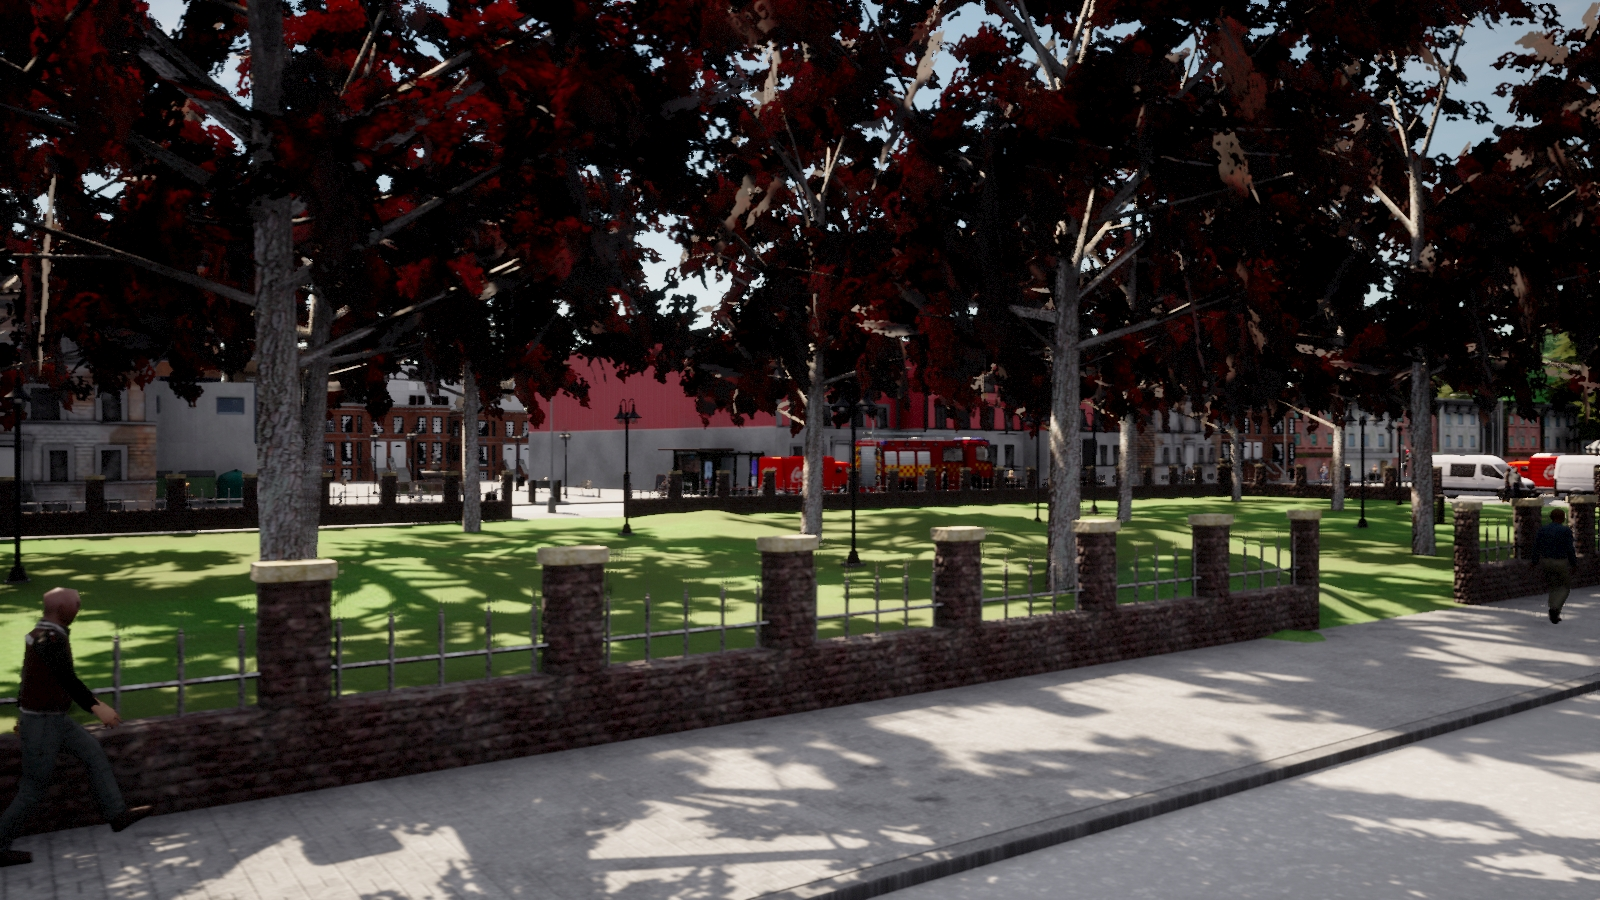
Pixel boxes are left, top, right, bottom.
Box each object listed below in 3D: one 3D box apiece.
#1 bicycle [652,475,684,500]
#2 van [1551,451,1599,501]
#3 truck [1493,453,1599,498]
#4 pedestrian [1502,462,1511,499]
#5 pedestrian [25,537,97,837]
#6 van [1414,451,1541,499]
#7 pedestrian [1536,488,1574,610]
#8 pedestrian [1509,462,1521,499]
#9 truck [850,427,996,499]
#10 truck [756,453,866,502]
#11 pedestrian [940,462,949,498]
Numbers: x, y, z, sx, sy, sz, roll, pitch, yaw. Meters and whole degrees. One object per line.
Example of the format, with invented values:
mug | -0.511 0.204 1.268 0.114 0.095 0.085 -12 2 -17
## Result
bicycle | -6.901 1.955 59.718 1.643 1.296 0.373 0 0 -35
van | 42.419 1.360 58.869 1.988 2.561 5.915 0 0 -34
truck | 42.916 1.394 65.099 2.627 2.467 5.204 0 0 -35
pedestrian | 36.313 1.565 58.706 0.375 1.860 0.375 0 0 36
pedestrian | -4.863 1.524 7.515 0.375 1.860 0.375 0 0 -36
van | 38.338 1.360 64.790 1.988 2.561 5.915 0 0 -34
pedestrian | 11.783 1.539 17.836 0.375 1.860 0.375 0 0 -33
pedestrian | 36.365 1.568 58.098 0.375 1.860 0.375 0 0 6
truck | 7.076 0.700 64.922 8.468 3.827 2.891 0 0 -35
truck | 0.586 1.372 60.073 5.204 2.467 2.627 0 0 -35
pedestrian | 7.469 1.551 59.020 0.375 1.860 0.375 0 0 -16
